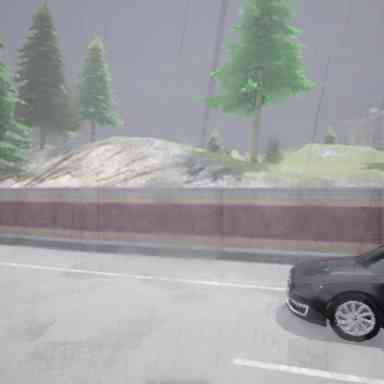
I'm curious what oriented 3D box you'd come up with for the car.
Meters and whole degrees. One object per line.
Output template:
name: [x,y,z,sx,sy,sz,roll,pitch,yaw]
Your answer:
car: [4.068,1.488,5.384,4.892,1.490,1.837,0,0,15]
